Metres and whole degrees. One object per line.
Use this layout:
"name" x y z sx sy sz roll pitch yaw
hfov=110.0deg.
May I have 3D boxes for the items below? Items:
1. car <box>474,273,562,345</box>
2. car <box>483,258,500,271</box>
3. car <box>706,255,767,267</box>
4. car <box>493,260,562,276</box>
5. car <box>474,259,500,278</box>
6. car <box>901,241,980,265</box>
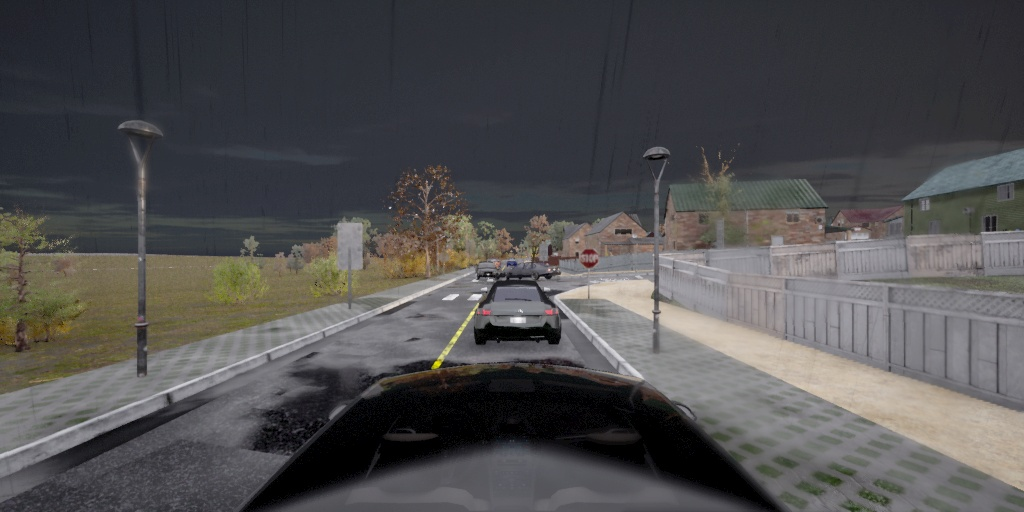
"car" 0.100 1.313 9.517 1.994 1.385 4.181 0 0 -1
"car" -2.860 1.120 51.260 2.097 1.767 4.553 0 0 1
"car" 14.382 0.413 22.911 4.181 1.385 1.994 -3 0 16
"car" 1.330 1.197 28.532 5.357 1.411 2.033 -4 -3 43
"car" -2.258 1.257 31.442 1.837 1.490 4.892 0 0 -8
"car" 23.883 -0.209 20.492 4.902 1.511 2.128 -3 0 14
